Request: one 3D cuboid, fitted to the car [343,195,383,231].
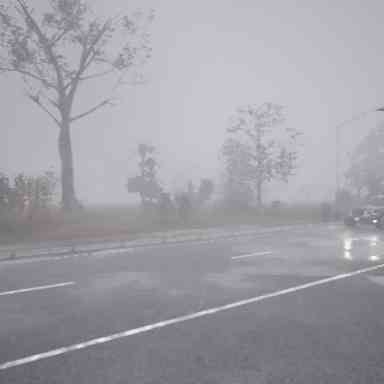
[{"bbox_3d":[11.901,1.219,21.056,5.566,2.045,2.150,0,0,-35],"label":"car"}]
